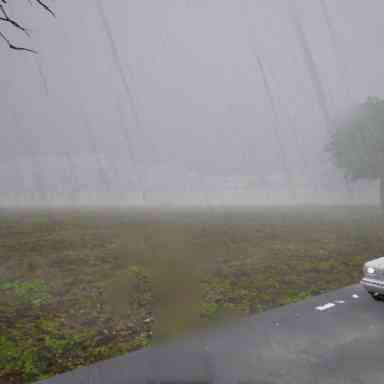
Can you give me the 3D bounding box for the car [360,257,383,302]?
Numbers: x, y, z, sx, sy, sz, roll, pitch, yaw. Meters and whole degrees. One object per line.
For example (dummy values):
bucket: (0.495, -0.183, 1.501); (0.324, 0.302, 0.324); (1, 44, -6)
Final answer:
car: (5.615, 1.598, 7.086); (4.718, 1.301, 1.895); (0, 0, -36)
